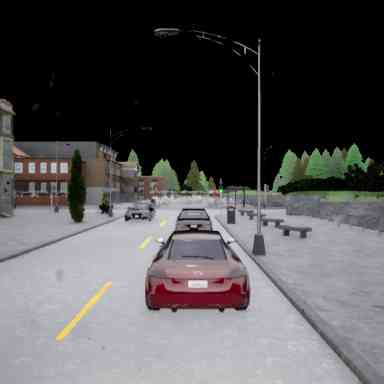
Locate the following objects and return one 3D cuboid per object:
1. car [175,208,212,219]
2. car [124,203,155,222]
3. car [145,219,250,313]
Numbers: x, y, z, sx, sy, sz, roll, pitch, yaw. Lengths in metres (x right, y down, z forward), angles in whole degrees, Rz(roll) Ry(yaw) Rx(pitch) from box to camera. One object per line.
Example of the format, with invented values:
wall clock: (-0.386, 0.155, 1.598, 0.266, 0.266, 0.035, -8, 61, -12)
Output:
car: (0.081, 1.548, 17.119, 2.033, 1.411, 5.357, 0, 0, 0)
car: (-4.030, 1.580, 26.295, 1.994, 1.385, 4.181, 0, 0, 0)
car: (0.094, 1.564, 7.772, 1.994, 1.385, 4.181, 0, 0, 0)
